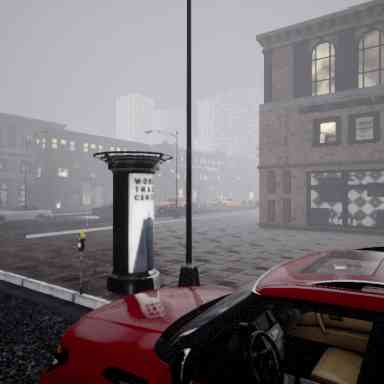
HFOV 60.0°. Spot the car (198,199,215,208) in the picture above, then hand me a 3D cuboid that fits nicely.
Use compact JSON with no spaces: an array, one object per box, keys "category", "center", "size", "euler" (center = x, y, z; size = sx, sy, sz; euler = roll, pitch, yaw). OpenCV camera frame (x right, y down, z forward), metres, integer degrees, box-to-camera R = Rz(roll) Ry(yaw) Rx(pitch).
[{"category":"car","center":[1.108,1.756,51.192],"size":[2.008,1.369,4.403],"euler":[0,0,35]}]

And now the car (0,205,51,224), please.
[{"category":"car","center":[-13.568,1.668,25.799],"size":[1.895,1.301,4.718],"euler":[0,0,35]}]

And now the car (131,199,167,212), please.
[{"category":"car","center":[-5.344,1.674,42.010],"size":[1.752,1.417,4.829],"euler":[0,0,35]}]

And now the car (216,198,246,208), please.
[{"category":"car","center":[6.349,1.712,53.985],"size":[1.882,1.535,5.008],"euler":[0,-1,35]}]

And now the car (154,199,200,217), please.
[{"category":"car","center":[-1.524,1.670,32.782],"size":[1.887,1.381,4.507],"euler":[0,0,35]}]

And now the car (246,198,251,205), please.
[{"category":"car","center":[10.640,1.846,64.755],"size":[2.008,1.369,4.403],"euler":[0,-1,35]}]

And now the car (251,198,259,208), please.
[{"category":"car","center":[11.142,1.676,50.896],"size":[1.967,1.590,4.097],"euler":[0,-1,35]}]

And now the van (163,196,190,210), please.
[{"category":"van","center":[-2.070,1.518,46.672],"size":[1.690,1.788,3.998],"euler":[0,0,35]}]

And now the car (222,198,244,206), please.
[{"category":"car","center":[7.463,1.815,60.234],"size":[2.008,1.369,4.403],"euler":[0,-1,35]}]

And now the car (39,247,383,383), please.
[{"category":"car","center":[1.156,1.315,2.051],"size":[5.009,1.841,2.192],"euler":[0,0,36]}]

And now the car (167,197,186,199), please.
[{"category":"car","center":[-2.229,1.510,41.914],"size":[2.097,1.767,4.553],"euler":[0,0,35]}]

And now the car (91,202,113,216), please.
[{"category":"car","center":[-8.083,1.673,33.584],"size":[1.994,1.385,4.181],"euler":[0,0,36]}]

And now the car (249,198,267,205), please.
[{"category":"car","center":[13.817,1.876,69.277],"size":[2.008,1.369,4.403],"euler":[0,-1,35]}]
